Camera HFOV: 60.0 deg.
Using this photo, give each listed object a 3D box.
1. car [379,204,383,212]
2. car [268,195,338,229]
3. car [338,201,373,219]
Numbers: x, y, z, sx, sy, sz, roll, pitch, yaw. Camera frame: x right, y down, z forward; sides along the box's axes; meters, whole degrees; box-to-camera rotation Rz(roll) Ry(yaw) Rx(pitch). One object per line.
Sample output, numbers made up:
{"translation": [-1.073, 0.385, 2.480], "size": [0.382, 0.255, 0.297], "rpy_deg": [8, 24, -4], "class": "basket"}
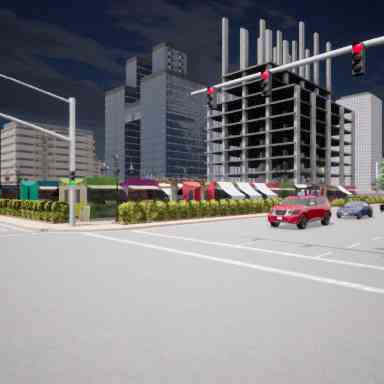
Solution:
{"translation": [22.520, 1.601, 37.084], "size": [4.718, 1.301, 1.895], "rpy_deg": [0, 0, -45], "class": "car"}
{"translation": [7.226, 1.221, 21.934], "size": [5.566, 2.045, 2.150], "rpy_deg": [0, 0, -45], "class": "car"}
{"translation": [14.192, 1.526, 28.838], "size": [4.674, 1.442, 1.812], "rpy_deg": [0, 0, -45], "class": "car"}
